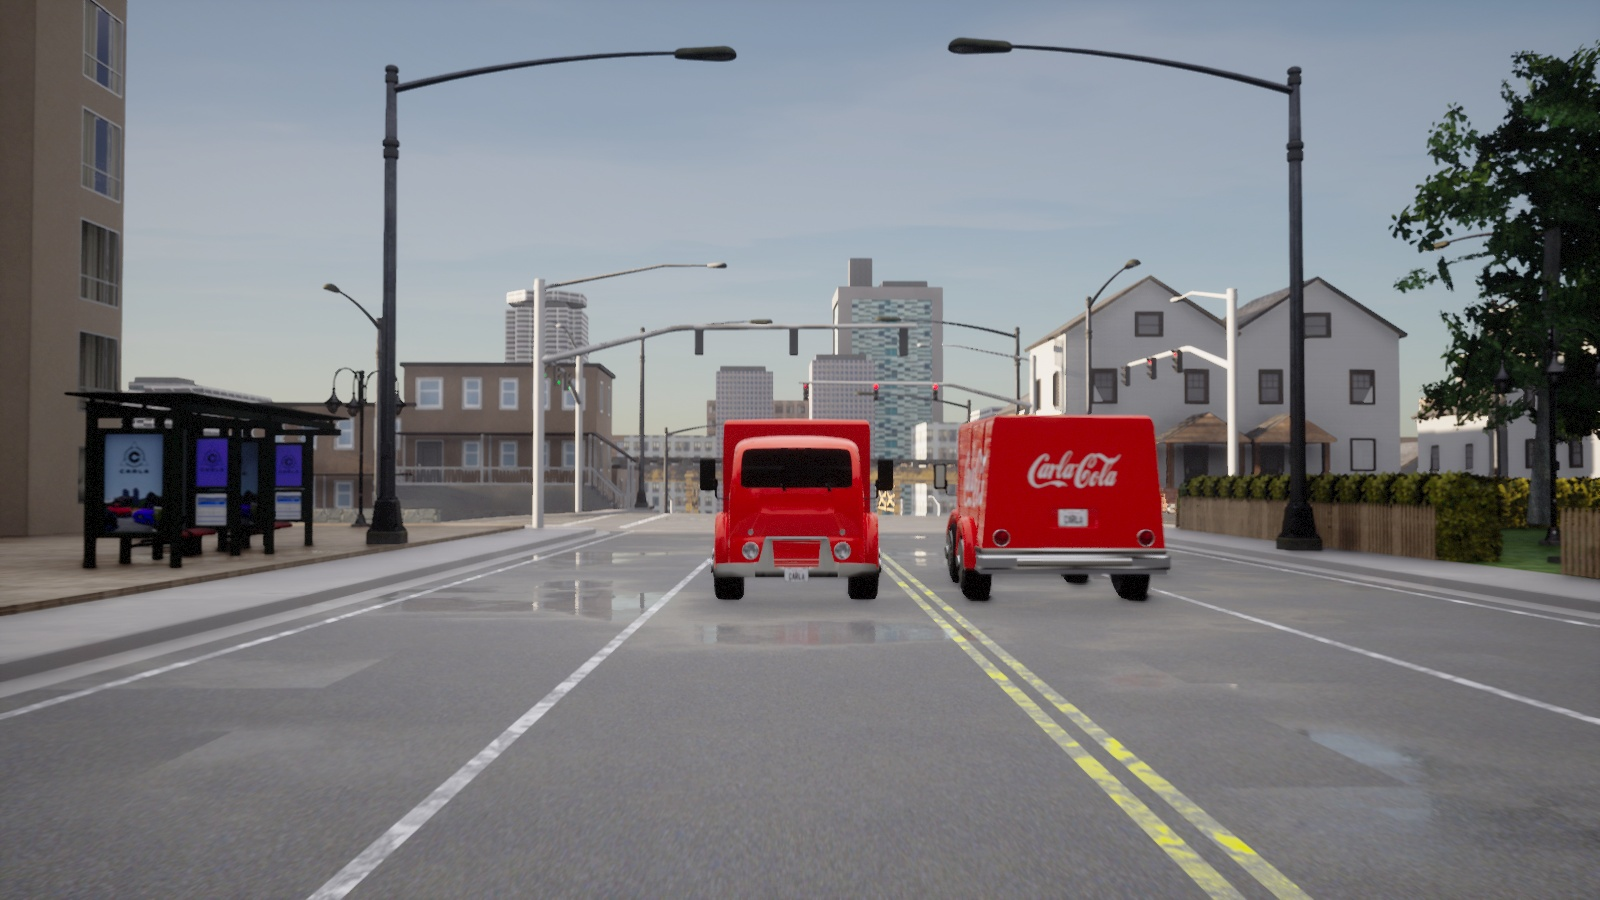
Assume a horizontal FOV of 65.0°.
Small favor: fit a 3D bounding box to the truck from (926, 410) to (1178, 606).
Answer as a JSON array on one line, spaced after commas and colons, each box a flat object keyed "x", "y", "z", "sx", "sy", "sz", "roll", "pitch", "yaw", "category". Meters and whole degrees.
[{"x": 3.454, "y": 0.804, "z": 18.534, "sx": 2.627, "sy": 2.467, "sz": 5.204, "roll": 0, "pitch": -2, "yaw": 0, "category": "truck"}]

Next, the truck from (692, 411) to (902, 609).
[{"x": -0.045, "y": 0.823, "z": 18.345, "sx": 2.627, "sy": 2.467, "sz": 5.204, "roll": 0, "pitch": -2, "yaw": 0, "category": "truck"}]
